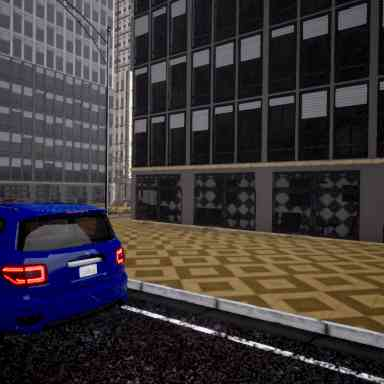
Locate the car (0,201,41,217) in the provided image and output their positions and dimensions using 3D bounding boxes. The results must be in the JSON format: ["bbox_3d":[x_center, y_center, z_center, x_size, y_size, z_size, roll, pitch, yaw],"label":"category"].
[{"bbox_3d":[-18.002,1.686,34.007,1.994,1.385,4.181,1,0,36],"label":"car"}]

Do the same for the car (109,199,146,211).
[{"bbox_3d":[-8.883,1.735,46.340,1.882,1.535,5.008,1,0,36],"label":"car"}]

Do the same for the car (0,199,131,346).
[{"bbox_3d":[-3.683,1.218,6.311,5.566,2.045,2.150,0,0,35],"label":"car"}]

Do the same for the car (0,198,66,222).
[{"bbox_3d":[-14.124,1.519,29.521,2.192,1.841,5.009,1,0,36],"label":"car"}]

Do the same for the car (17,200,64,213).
[{"bbox_3d":[-17.620,1.643,38.896,1.752,1.417,4.829,1,0,36],"label":"car"}]

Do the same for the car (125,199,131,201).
[{"bbox_3d":[-7.324,1.830,38.731,1.752,1.417,4.829,1,0,36],"label":"car"}]
